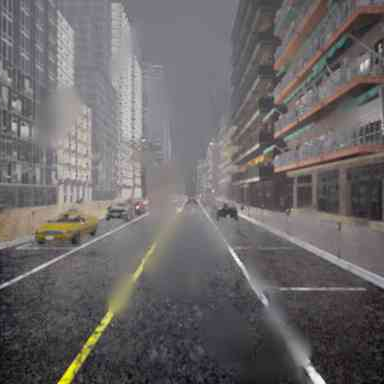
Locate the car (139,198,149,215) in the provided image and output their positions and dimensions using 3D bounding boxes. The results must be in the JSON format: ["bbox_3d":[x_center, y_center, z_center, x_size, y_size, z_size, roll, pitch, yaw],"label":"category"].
[{"bbox_3d":[-5.692,1.416,32.457,1.967,1.590,4.097,0,0,0],"label":"car"}]

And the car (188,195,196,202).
[{"bbox_3d":[-0.003,1.359,72.675,1.837,1.490,4.892,0,0,0],"label":"car"}]

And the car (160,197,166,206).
[{"bbox_3d":[-5.693,1.495,54.417,1.752,1.417,4.829,0,0,0],"label":"car"}]

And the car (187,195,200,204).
[{"bbox_3d":[-0.003,1.571,62.642,1.895,1.301,4.718,0,0,0],"label":"car"}]

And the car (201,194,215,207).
[{"bbox_3d":[2.688,1.410,49.054,1.967,1.590,4.097,0,0,0],"label":"car"}]

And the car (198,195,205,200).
[{"bbox_3d":[2.686,1.533,93.316,2.008,1.369,4.403,0,0,0],"label":"car"}]

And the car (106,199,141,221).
[{"bbox_3d":[-5.692,1.530,26.924,2.008,1.369,4.403,0,0,0],"label":"car"}]

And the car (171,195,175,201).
[{"bbox_3d":[-5.694,1.501,82.080,1.752,1.417,4.829,0,0,0],"label":"car"}]

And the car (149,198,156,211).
[{"bbox_3d":[-5.692,1.524,37.989,2.008,1.369,4.403,0,0,0],"label":"car"}]

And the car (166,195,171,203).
[{"bbox_3d":[-5.694,1.553,65.653,1.802,1.307,4.206,0,0,0],"label":"car"}]

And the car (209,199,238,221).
[{"bbox_3d":[2.689,1.530,26.924,2.008,1.369,4.403,0,0,0],"label":"car"}]

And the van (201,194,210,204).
[{"bbox_3d":[2.687,1.312,65.652,1.690,1.788,3.998,0,0,0],"label":"van"}]

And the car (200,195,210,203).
[{"bbox_3d":[2.687,1.413,71.185,1.967,1.590,4.097,0,0,0],"label":"car"}]

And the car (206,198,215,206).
[{"bbox_3d":[2.688,1.526,32.457,2.008,1.369,4.403,0,0,0],"label":"car"}]

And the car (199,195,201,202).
[{"bbox_3d":[2.687,1.552,60.120,1.802,1.307,4.206,0,0,0],"label":"car"}]

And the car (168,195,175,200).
[{"bbox_3d":[-5.694,1.527,93.316,1.887,1.381,4.507,0,0,0],"label":"car"}]

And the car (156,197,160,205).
[{"bbox_3d":[-5.693,1.516,43.521,1.887,1.381,4.507,0,0,0],"label":"car"}]

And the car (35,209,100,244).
[{"bbox_3d":[-5.691,1.512,15.689,1.752,1.417,4.829,0,0,0],"label":"car"}]

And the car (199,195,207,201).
[{"bbox_3d":[2.686,1.527,82.250,2.008,1.369,4.403,0,0,0],"label":"car"}]
